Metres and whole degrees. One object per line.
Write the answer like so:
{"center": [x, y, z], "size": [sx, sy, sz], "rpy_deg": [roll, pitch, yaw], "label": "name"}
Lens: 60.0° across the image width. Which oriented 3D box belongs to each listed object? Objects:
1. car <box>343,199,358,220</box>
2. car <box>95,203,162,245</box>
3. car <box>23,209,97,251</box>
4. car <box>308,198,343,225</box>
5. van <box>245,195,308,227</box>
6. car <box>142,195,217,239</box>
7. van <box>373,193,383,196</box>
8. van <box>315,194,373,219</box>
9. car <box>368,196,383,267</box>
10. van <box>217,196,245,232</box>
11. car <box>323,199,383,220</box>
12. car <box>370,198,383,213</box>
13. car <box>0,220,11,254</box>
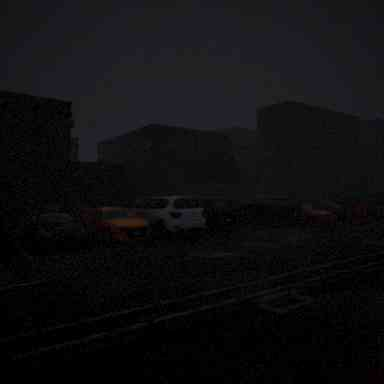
{"center": [9.716, 1.449, 25.540], "size": [2.002, 1.452, 4.674], "rpy_deg": [0, 0, -36], "label": "car"}
{"center": [-3.751, 1.468, 15.932], "size": [2.097, 1.535, 5.008], "rpy_deg": [0, 0, -36], "label": "car"}
{"center": [-5.993, 1.521, 14.327], "size": [2.002, 1.452, 4.674], "rpy_deg": [0, 0, -36], "label": "car"}
{"center": [7.578, 1.413, 23.789], "size": [1.946, 1.575, 5.366], "rpy_deg": [0, 0, -36], "label": "car"}
{"center": [5.157, 1.198, 22.431], "size": [1.878, 1.987, 4.442], "rpy_deg": [0, 0, -36], "label": "van"}
{"center": [-1.522, 1.204, 17.552], "size": [2.435, 2.045, 5.566], "rpy_deg": [0, 0, -36], "label": "car"}
{"center": [16.513, 1.164, 30.255], "size": [1.878, 1.987, 4.442], "rpy_deg": [0, 0, -36], "label": "van"}
{"center": [11.889, 1.176, 27.239], "size": [1.878, 1.987, 4.442], "rpy_deg": [0, 0, -36], "label": "van"}
{"center": [6.768, 1.168, 7.958], "size": [5.566, 2.045, 2.150], "rpy_deg": [0, 0, -36], "label": "car"}
{"center": [0.671, 1.218, 19.226], "size": [1.878, 1.987, 4.442], "rpy_deg": [0, 0, -36], "label": "van"}
{"center": [14.199, 1.395, 28.752], "size": [2.097, 1.535, 5.008], "rpy_deg": [0, 0, -36], "label": "car"}
{"center": [21.039, 1.376, 33.624], "size": [2.097, 1.535, 5.008], "rpy_deg": [0, 0, -36], "label": "car"}
{"center": [-8.252, 1.526, 12.747], "size": [2.163, 1.488, 4.792], "rpy_deg": [0, 0, -36], "label": "car"}
